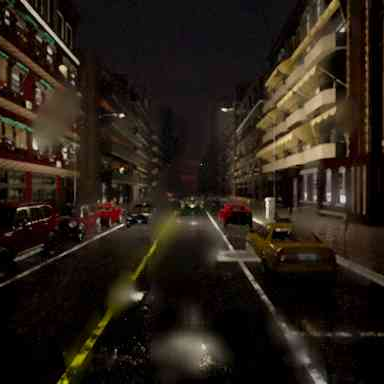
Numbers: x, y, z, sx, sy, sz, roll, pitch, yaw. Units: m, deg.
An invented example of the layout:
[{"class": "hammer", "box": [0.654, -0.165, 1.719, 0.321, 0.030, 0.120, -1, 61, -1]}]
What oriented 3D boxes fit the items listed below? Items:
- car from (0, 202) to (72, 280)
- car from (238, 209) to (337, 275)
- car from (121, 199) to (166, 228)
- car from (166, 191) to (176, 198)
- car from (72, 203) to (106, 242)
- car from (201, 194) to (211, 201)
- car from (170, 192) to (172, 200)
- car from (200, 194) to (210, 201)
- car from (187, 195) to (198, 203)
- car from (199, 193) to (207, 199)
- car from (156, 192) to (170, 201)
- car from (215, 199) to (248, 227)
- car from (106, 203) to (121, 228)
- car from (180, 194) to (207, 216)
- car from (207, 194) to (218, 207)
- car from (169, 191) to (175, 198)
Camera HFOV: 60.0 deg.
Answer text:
[{"class": "car", "box": [-5.681, 1.252, 9.908, 2.192, 1.841, 5.009, 0, 0, 0]}, {"class": "car", "box": [2.698, 1.461, 10.069, 1.752, 1.417, 4.829, 0, 0, 0]}, {"class": "car", "box": [-2.986, 1.423, 21.366, 1.837, 1.490, 4.892, 0, 0, 0]}, {"class": "car", "box": [-5.624, 0.741, 88.814, 2.192, 1.841, 5.009, 0, 0, 0]}, {"class": "car", "box": [-5.678, 1.341, 15.544, 1.967, 1.590, 4.097, 0, 0, 0]}, {"class": "car", "box": [2.740, 1.097, 66.430, 1.752, 1.417, 4.829, 0, 0, 0]}, {"class": "car", "box": [-5.641, 1.124, 66.271, 2.008, 1.369, 4.403, 0, 0, 0]}, {"class": "car", "box": [2.744, 1.102, 71.897, 1.947, 1.339, 4.313, 0, 0, 0]}, {"class": "car", "box": [0.046, 1.277, 60.974, 1.895, 1.301, 4.718, 0, 0, 0]}, {"class": "car", "box": [2.752, 1.044, 83.169, 1.802, 1.307, 4.206, 0, 0, 0]}, {"class": "car", "box": [-5.645, 1.161, 60.634, 2.008, 1.369, 4.403, 0, 0, 0]}, {"class": "car", "box": [2.706, 1.409, 21.172, 1.887, 1.381, 4.507, 0, 0, 0]}, {"class": "car", "box": [-5.674, 1.409, 21.182, 1.887, 1.381, 4.507, 0, 0, 0]}, {"class": "car", "box": [0.026, 1.230, 30.130, 2.097, 1.767, 4.553, 0, 1, 0]}, {"class": "car", "box": [2.723, 1.270, 43.716, 2.008, 1.369, 4.403, 0, 0, 0]}, {"class": "car", "box": [-5.633, 1.044, 77.543, 1.887, 1.381, 4.507, 0, 0, 0]}]
